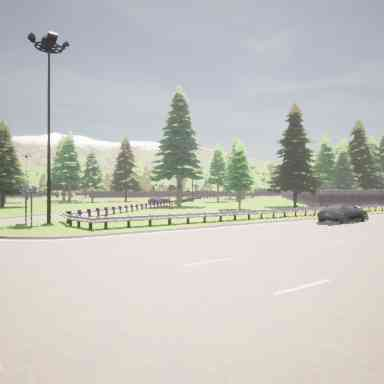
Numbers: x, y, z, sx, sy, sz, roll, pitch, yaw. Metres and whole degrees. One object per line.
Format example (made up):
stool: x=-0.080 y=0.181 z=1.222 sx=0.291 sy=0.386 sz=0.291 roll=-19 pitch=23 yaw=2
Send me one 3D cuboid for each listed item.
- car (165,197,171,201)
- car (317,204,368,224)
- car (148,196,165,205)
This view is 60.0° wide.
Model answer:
car: x=-5.664 y=1.601 z=69.798 sx=1.895 sy=1.301 sz=4.718 roll=0 pitch=0 yaw=5
car: x=11.152 y=1.563 z=24.566 sx=4.181 sy=1.385 sz=1.994 roll=0 pitch=0 yaw=-35
car: x=-6.658 y=1.526 z=59.571 sx=1.812 sy=1.442 sz=4.674 roll=0 pitch=0 yaw=5
